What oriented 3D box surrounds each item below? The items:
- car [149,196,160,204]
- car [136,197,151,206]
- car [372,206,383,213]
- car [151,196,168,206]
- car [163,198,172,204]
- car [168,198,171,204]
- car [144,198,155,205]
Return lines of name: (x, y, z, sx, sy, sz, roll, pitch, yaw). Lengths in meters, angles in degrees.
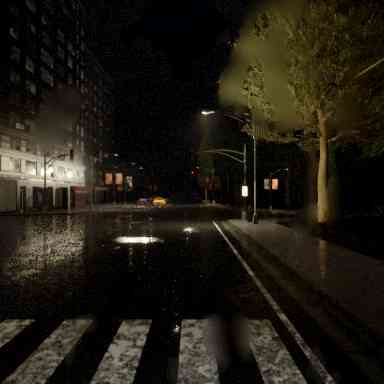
car: (-9.541, 1.959, 85.903, 2.150, 2.045, 5.566, 0, -1, 0)
car: (-9.602, 1.999, 64.976, 1.994, 1.385, 4.181, 0, -1, 0)
car: (41.790, 3.910, 74.394, 4.892, 1.490, 1.837, 4, -3, -45)
car: (-6.351, 1.915, 65.214, 1.882, 1.535, 5.008, 0, -1, 0)
car: (-6.292, 2.250, 85.352, 1.812, 1.442, 4.674, 0, -1, 0)
car: (-6.318, 2.115, 75.295, 2.033, 1.411, 5.357, 0, -1, 0)
car: (-9.568, 2.121, 74.840, 1.994, 1.385, 4.181, 0, -1, 0)
